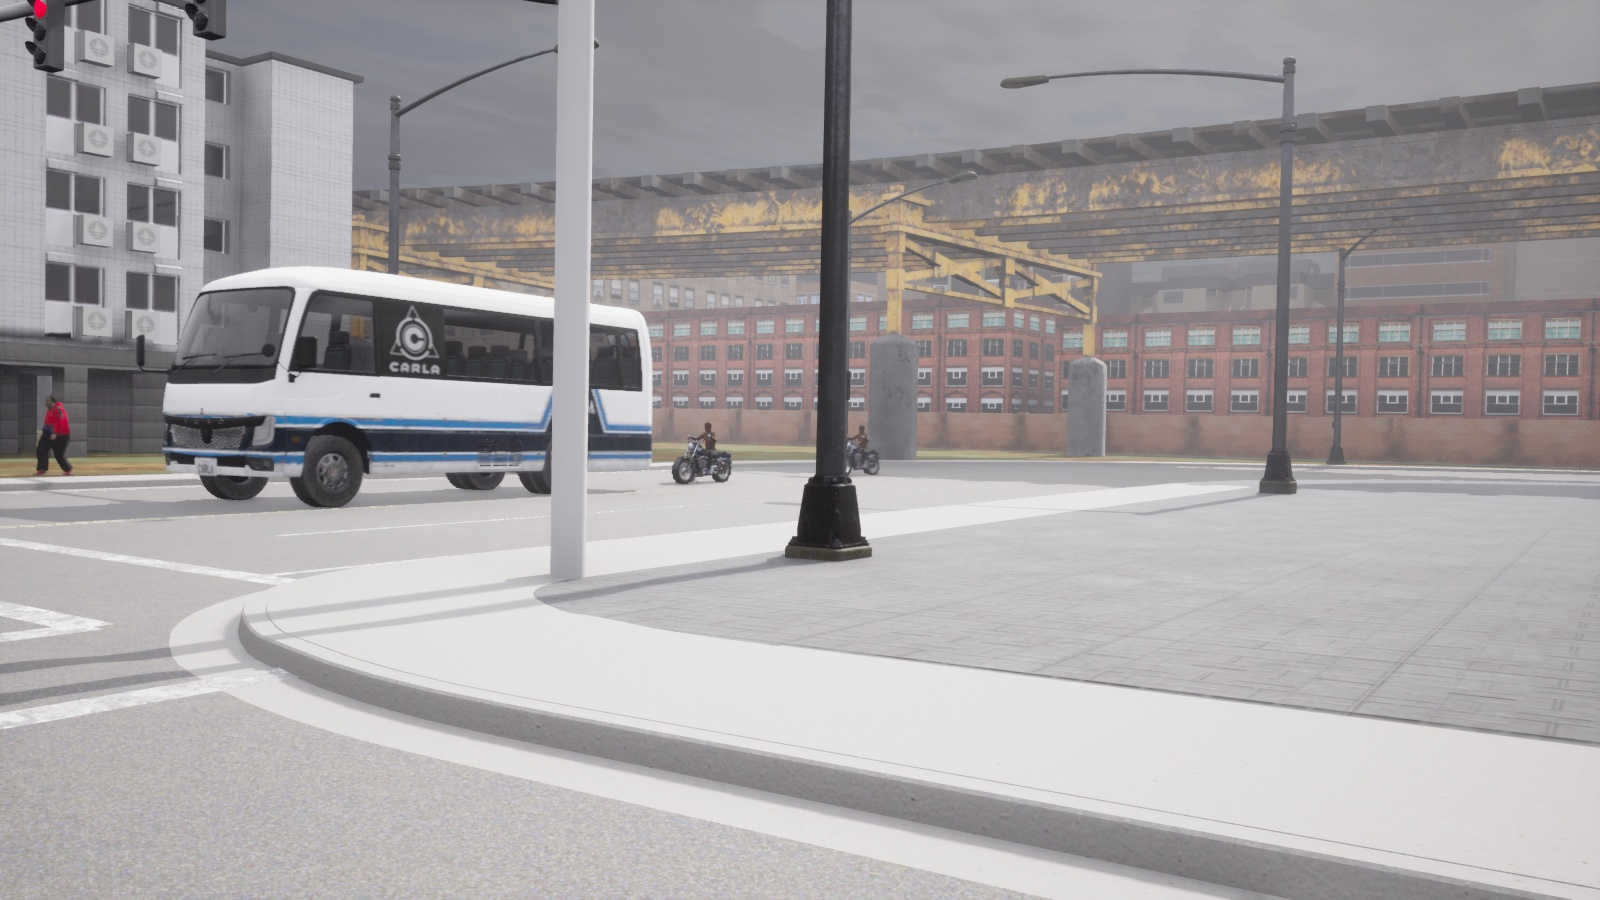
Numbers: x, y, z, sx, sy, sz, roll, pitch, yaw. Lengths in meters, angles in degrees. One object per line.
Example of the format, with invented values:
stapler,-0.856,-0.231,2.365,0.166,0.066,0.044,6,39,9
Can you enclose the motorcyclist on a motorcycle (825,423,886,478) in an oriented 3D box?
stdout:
motorcyclist on a motorcycle,1.749,-0.011,39.206,0.766,1.649,2.350,1,2,35

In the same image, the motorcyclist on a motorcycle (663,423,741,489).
motorcyclist on a motorcycle,-2.529,0.120,32.660,0.766,1.649,2.350,1,2,33

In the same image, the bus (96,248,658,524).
bus,-7.605,-1.047,24.727,3.944,4.253,10.273,1,1,33

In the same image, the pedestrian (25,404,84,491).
pedestrian,-16.114,-0.063,27.151,0.634,1.844,0.899,1,1,31
